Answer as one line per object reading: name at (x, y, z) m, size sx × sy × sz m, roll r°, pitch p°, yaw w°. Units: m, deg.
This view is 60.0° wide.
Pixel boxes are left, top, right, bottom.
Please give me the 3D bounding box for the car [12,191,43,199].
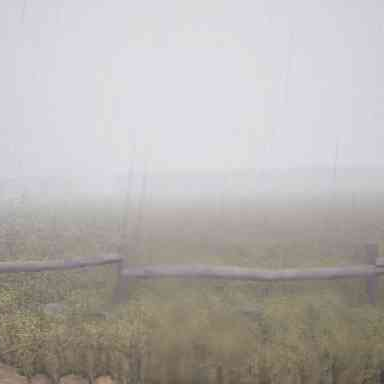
car at (-20.257, 0.594, 41.296) m, size 2.128 × 1.511 × 4.902 m, roll -2°, pitch 2°, yaw 4°
